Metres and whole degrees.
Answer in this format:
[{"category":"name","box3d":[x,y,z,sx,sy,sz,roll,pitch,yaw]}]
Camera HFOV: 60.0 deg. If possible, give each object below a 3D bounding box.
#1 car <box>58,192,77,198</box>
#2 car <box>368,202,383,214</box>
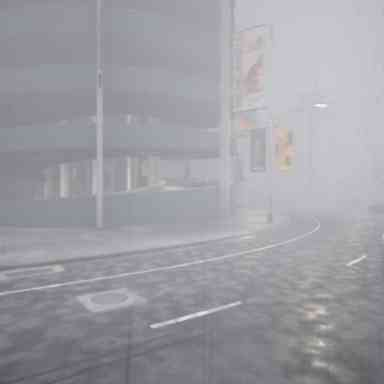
[{"category":"car","box3d":[-21.155,1.010,56.630,2.435,2.045,5.566,0,0,-36]},{"category":"car","box3d":[19.607,1.660,33.340,1.895,1.301,4.718,0,0,3]}]
